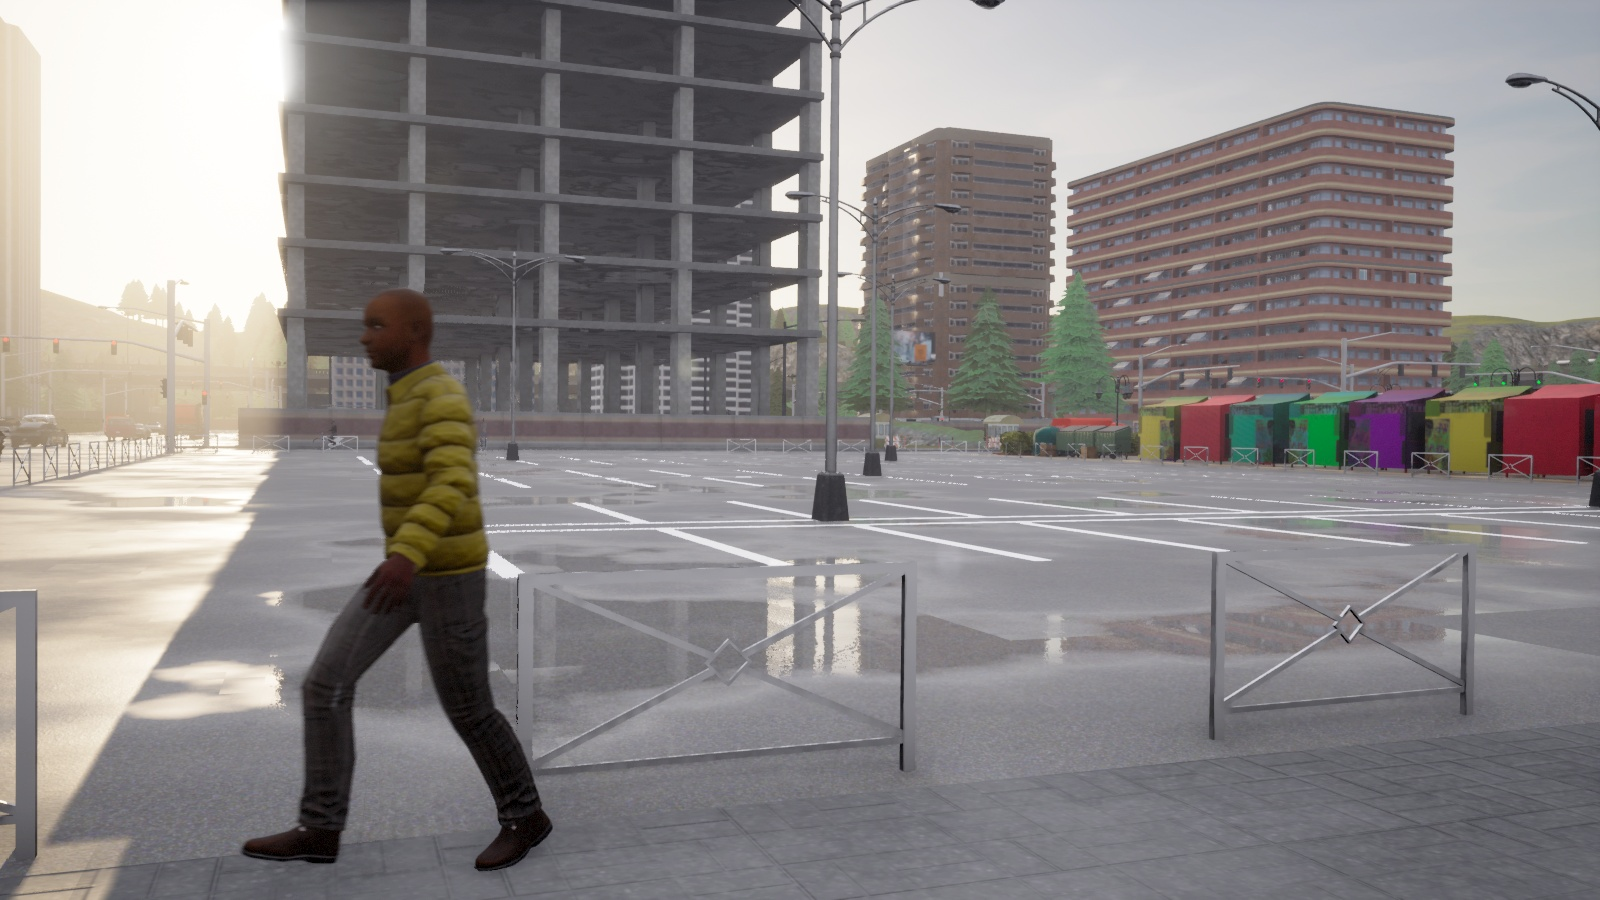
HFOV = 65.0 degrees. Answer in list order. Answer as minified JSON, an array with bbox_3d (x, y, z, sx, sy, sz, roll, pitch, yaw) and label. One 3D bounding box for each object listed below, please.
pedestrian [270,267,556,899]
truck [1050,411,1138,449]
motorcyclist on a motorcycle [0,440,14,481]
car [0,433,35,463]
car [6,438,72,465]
[{"bbox_3d":[-1.172,0.407,3.835,0.726,1.835,0.370,-1,1,-37],"label":"pedestrian"},{"bbox_3d":[19.781,-1.335,84.616,5.204,2.467,2.627,-1,1,-21],"label":"truck"},{"bbox_3d":[-30.371,0.392,47.284,0.866,1.530,2.191,-1,1,-21],"label":"motorcyclist on a motorcycle"},{"bbox_3d":[-51.124,-0.155,81.270,1.932,1.855,4.605,-1,1,-21],"label":"car"},{"bbox_3d":[-44.515,0.085,73.603,1.837,1.490,4.892,-1,1,-13],"label":"car"}]
